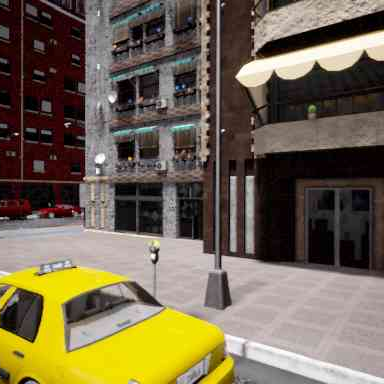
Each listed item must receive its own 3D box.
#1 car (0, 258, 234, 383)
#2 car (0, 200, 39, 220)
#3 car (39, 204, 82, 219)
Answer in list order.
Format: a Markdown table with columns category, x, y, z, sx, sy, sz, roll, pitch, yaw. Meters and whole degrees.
| category | x | y | z | sx | sy | sz | roll | pitch | yaw |
| --- | --- | --- | --- | --- | --- | --- | --- | --- | --- |
| car | -1.862 | 1.527 | 4.192 | 4.829 | 1.417 | 1.752 | 0 | 0 | 35 |
| car | -16.813 | 1.610 | 29.454 | 2.192 | 1.841 | 5.009 | -1 | -2 | 35 |
| car | -13.528 | 1.942 | 34.100 | 1.887 | 1.381 | 4.507 | -1 | -2 | 35 |
